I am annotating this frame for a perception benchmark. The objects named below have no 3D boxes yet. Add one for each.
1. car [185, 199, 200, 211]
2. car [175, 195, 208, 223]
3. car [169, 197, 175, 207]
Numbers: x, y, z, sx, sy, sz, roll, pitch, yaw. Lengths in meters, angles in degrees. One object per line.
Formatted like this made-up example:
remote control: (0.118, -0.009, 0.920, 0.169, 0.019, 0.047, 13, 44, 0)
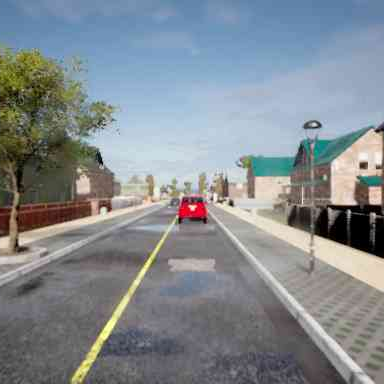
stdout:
car: (0.057, 1.627, 43.269, 1.812, 1.442, 4.674, 0, 0, 0)
car: (0.051, 1.255, 26.102, 2.150, 2.045, 5.566, 0, 0, 0)
car: (-2.784, 1.696, 56.921, 1.837, 1.490, 4.892, 0, -1, 0)
